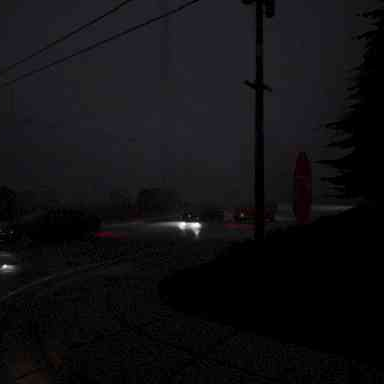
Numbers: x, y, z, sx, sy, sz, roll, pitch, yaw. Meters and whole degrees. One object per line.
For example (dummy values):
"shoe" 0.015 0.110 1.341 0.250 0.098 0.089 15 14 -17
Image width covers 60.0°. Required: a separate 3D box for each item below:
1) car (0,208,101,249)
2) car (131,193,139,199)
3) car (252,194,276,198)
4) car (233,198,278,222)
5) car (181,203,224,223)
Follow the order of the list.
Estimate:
"car" -6.522 1.516 15.195 1.882 1.535 5.008 0 0 37
"car" -14.724 1.170 87.147 3.866 1.878 1.905 -2 6 -11
"car" 7.829 1.263 37.203 2.150 2.045 5.566 0 0 33
"car" 4.966 1.516 25.973 1.882 1.535 5.008 0 0 33
"car" 0.881 1.603 26.418 1.994 1.385 4.181 0 0 33
